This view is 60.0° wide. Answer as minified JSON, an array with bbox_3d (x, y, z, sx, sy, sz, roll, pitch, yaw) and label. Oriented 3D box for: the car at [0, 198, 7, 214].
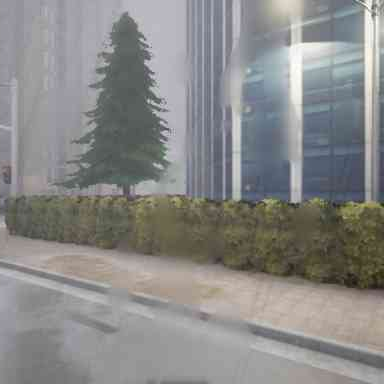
[{"bbox_3d":[-18.878,1.352,32.090,2.097,1.767,4.553,0,0,36],"label":"car"}]
